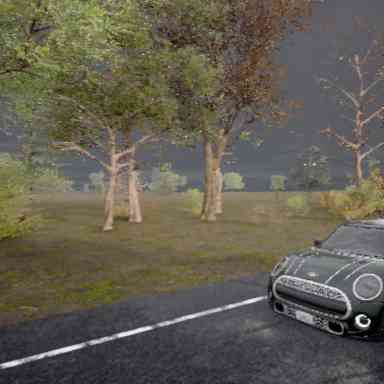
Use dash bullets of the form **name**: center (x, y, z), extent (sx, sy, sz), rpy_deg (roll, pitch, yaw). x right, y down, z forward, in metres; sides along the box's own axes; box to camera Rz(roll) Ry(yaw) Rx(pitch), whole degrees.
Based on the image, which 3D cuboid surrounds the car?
- **car**: center (3.596, 1.355, 6.464), extent (4.553, 1.767, 2.097), rpy_deg (0, 0, -35)
